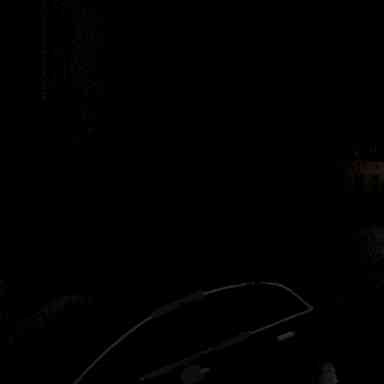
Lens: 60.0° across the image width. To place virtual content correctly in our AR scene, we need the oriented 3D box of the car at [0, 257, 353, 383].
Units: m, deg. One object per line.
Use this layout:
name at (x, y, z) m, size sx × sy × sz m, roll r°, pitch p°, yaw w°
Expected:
car at (-0.428, 1.494, 3.074) m, size 4.892 × 1.490 × 1.837 m, roll -1°, pitch 0°, yaw -36°
